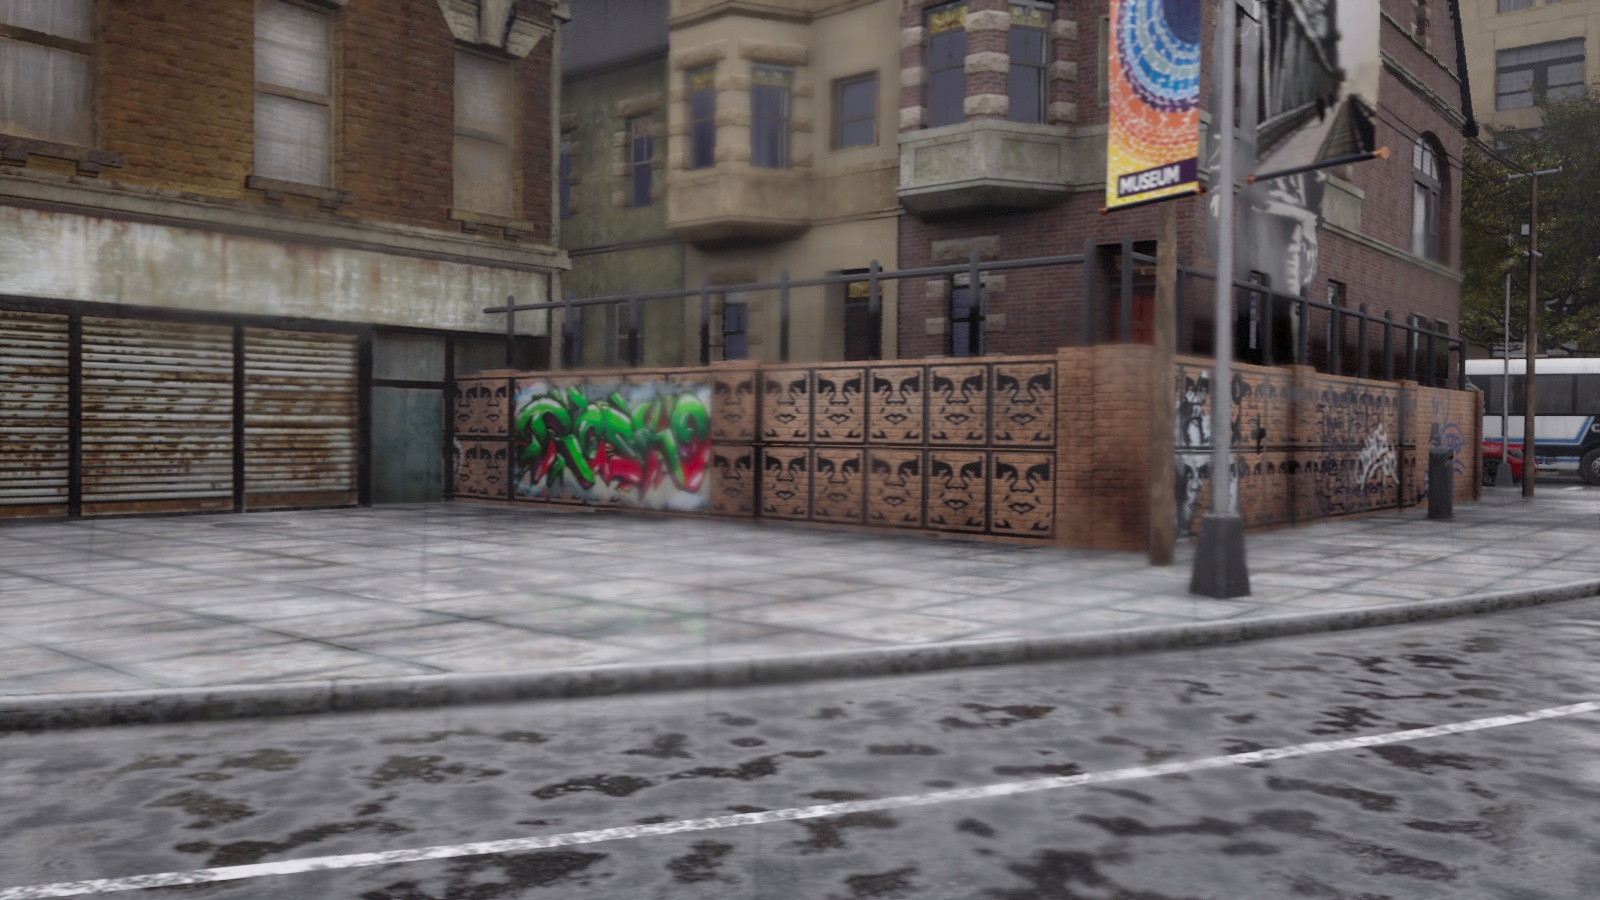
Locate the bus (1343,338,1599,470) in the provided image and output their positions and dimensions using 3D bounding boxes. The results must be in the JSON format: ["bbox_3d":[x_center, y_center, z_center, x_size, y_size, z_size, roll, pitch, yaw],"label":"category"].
[{"bbox_3d":[24.571,-1.524,43.467,10.273,4.253,3.944,0,1,29],"label":"bus"}]

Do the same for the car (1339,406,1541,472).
[{"bbox_3d":[21.029,-0.357,41.405,5.566,2.045,2.150,0,1,40],"label":"car"}]
